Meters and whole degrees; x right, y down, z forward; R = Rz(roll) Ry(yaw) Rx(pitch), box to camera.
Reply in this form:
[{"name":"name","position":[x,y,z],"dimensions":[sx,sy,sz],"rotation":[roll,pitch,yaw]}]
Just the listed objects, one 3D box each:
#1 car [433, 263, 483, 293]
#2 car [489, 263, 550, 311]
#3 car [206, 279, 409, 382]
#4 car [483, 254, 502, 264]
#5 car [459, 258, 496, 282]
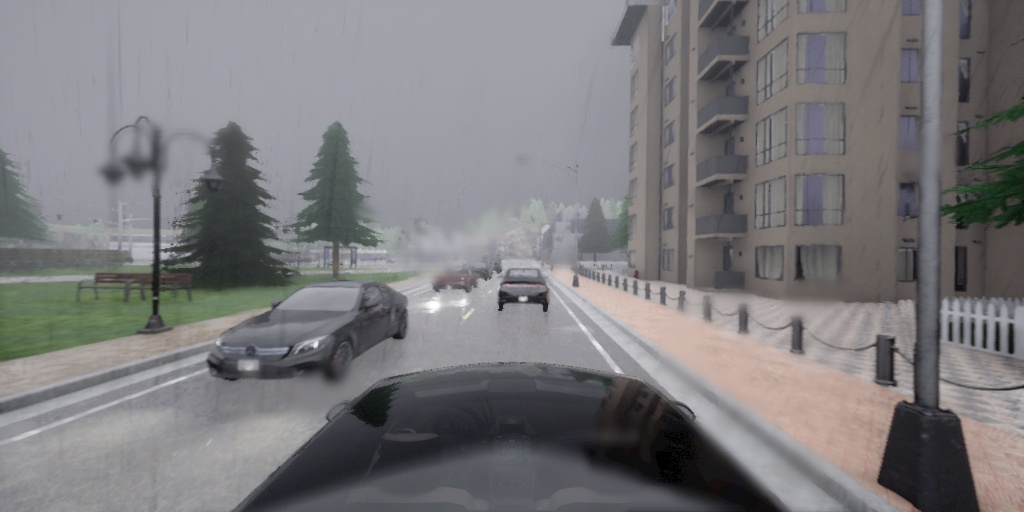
[{"name":"car","position":[-3.022,1.269,20.115],"dimensions":[1.895,1.301,4.718],"rotation":[1,0,2]},{"name":"car","position":[0.465,1.215,14.339],"dimensions":[2.128,1.511,4.902],"rotation":[1,0,2]},{"name":"car","position":[-3.462,1.221,7.170],"dimensions":[1.812,1.442,4.674],"rotation":[1,0,2]},{"name":"car","position":[-2.280,0.844,39.081],"dimensions":[2.150,2.045,5.566],"rotation":[1,0,2]},{"name":"car","position":[-2.647,1.134,28.269],"dimensions":[1.882,1.535,5.008],"rotation":[1,0,2]}]
